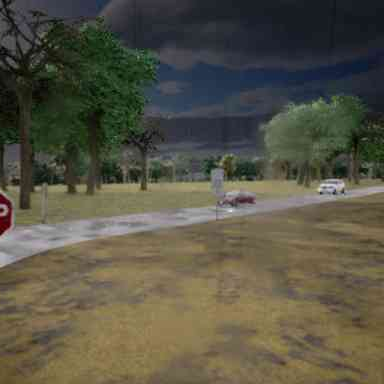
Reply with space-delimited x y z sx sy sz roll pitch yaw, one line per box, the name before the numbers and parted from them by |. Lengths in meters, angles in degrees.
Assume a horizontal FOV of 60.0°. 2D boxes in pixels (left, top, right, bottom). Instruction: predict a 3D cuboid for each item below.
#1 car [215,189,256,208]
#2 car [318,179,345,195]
car | 4.006 0.520 29.650 1.812 1.442 4.674 1 3 42
car | 19.637 -0.734 46.693 2.150 2.045 5.566 1 3 42
